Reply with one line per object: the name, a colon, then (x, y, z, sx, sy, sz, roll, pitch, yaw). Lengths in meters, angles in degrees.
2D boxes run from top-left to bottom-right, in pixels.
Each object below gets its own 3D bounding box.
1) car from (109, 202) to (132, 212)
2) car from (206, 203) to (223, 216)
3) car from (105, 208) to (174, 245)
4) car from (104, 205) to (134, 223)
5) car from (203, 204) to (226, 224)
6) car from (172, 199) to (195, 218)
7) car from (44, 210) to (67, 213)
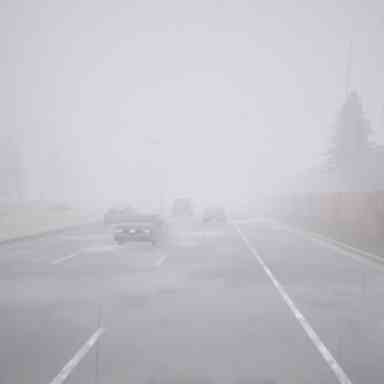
car: (-10.732, 2.217, 50.317, 2.033, 1.411, 5.357, 0, -1, 4)
car: (2.812, 2.157, 41.088, 1.994, 1.385, 4.181, 0, -1, 4)
car: (-2.389, 1.777, 16.816, 2.033, 1.411, 5.357, 0, -1, 4)
car: (-5.275, 1.835, 25.655, 2.128, 1.511, 4.902, 0, -1, 4)
car: (1.964, 2.018, 28.895, 1.895, 1.301, 4.718, 0, -1, 4)
car: (-0.964, 1.742, 37.087, 2.150, 2.045, 5.566, 0, -1, 3)
car: (-15.197, 1.957, 37.078, 2.128, 1.511, 4.902, 0, -1, 4)
